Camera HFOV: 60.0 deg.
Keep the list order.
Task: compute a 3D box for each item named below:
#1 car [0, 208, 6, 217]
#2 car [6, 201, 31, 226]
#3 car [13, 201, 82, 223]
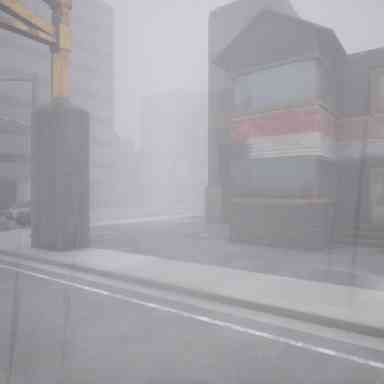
[{"bbox_3d":[-12.868,1.295,25.424,4.536,1.218,1.853,0,0,-30],"label":"car"},{"bbox_3d":[-9.710,1.452,22.725,2.038,1.542,4.974,0,0,15],"label":"car"},{"bbox_3d":[-9.697,1.295,22.775,1.853,1.218,4.536,0,0,15],"label":"car"}]
